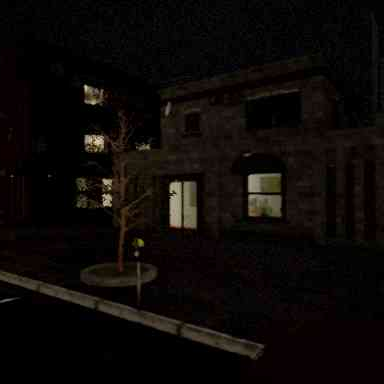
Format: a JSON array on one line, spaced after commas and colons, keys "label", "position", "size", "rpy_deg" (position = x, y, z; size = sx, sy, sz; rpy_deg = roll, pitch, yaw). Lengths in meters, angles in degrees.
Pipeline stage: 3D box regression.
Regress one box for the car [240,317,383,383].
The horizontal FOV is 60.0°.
[{"label": "car", "position": [2.478, 1.314, 1.112], "size": [5.009, 1.841, 2.192], "rpy_deg": [0, 0, 35]}]
